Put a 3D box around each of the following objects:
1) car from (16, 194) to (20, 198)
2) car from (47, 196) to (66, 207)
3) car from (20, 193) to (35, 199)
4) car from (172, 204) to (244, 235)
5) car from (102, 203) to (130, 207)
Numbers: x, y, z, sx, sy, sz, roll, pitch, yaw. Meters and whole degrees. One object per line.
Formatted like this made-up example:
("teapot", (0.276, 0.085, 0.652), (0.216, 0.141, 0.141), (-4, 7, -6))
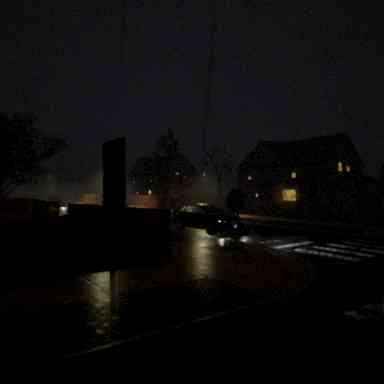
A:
("car", (-43.383, 1.080, 84.556), (1.812, 1.442, 4.674), (0, 0, -36))
("car", (-18.938, 1.317, 45.910), (1.812, 1.442, 4.674), (0, 0, -36))
("car", (-37.290, 1.237, 76.103), (2.033, 1.411, 5.357), (0, 0, -36))
("car", (0.757, 1.423, 18.412), (2.128, 1.511, 4.902), (0, 1, -36))
("car", (-6.520, 1.438, 28.519), (1.994, 1.385, 4.181), (0, 0, -36))
